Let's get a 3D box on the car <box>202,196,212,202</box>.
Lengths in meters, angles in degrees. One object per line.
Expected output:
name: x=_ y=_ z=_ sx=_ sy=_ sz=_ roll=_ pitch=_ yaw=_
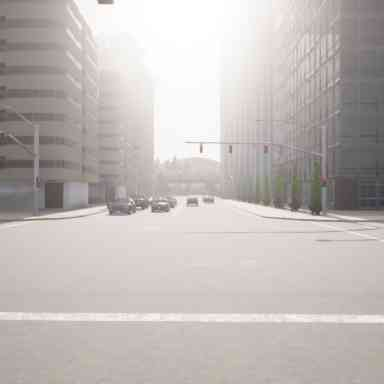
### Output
car: x=3.442 y=1.528 z=76.123 sx=1.994 sy=1.385 sz=4.181 roll=0 pitch=0 yaw=0

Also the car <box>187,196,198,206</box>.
car: x=0.058 y=1.505 z=55.916 sx=1.837 sy=1.490 sz=4.892 roll=0 pitch=0 yaw=0

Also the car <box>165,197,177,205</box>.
car: x=-3.623 y=1.601 z=57.869 sx=1.895 sy=1.301 sz=4.718 roll=0 pitch=0 yaw=0

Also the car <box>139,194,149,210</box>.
car: x=-7.131 y=1.221 z=43.986 sx=2.150 sy=2.045 sz=5.566 roll=0 pitch=0 yaw=0

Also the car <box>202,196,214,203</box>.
car: x=3.448 y=1.505 z=67.456 sx=1.837 sy=1.490 sz=4.892 roll=0 pitch=0 yaw=0

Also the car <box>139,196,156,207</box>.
car: x=-7.131 y=1.491 z=53.946 sx=2.128 sy=1.511 sz=4.902 roll=0 pitch=0 yaw=0

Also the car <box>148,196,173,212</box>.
car: x=-3.630 y=1.505 z=38.896 sx=1.837 sy=1.490 sz=4.892 roll=0 pitch=0 yaw=0

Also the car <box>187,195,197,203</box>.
car: x=0.047 y=1.478 z=68.103 sx=1.882 sy=1.535 sz=5.008 roll=0 pitch=0 yaw=0

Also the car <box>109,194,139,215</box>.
car: x=-7.127 y=1.352 z=34.397 sx=2.097 sy=1.767 sz=4.553 roll=0 pitch=0 yaw=0

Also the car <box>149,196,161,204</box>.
car: x=-7.095 y=1.505 z=64.385 sx=1.837 sy=1.490 sz=4.892 roll=0 pitch=0 yaw=0

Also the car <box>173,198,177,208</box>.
car: x=-3.633 y=1.352 z=48.100 sx=2.097 sy=1.767 sz=4.553 roll=0 pitch=0 yaw=0
